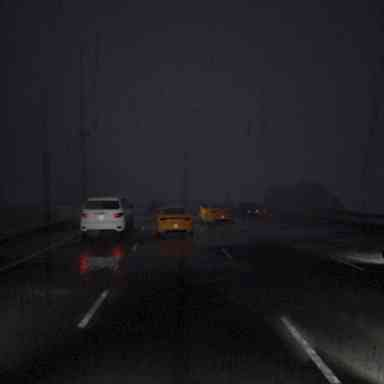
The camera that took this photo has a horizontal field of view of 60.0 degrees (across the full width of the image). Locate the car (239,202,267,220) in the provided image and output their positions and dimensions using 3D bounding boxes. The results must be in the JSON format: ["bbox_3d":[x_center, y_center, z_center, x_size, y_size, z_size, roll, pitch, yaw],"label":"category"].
[{"bbox_3d":[4.744,1.588,28.682,2.033,1.411,5.357,0,0,-9],"label":"car"}]

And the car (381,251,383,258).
[{"bbox_3d":[6.840,1.550,7.756,2.033,1.411,5.357,0,0,-3],"label":"car"}]

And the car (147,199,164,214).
[{"bbox_3d":[-3.915,1.545,37.054,1.882,1.535,5.008,0,0,-12],"label":"car"}]

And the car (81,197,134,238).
[{"bbox_3d":[-4.464,1.259,18.084,2.150,2.045,5.566,0,0,-6],"label":"car"}]

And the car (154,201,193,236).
[{"bbox_3d":[-1.053,1.510,18.769,1.882,1.535,5.008,0,0,-6],"label":"car"}]

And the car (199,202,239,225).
[{"bbox_3d":[1.737,1.516,24.810,1.882,1.535,5.008,0,0,-8],"label":"car"}]
